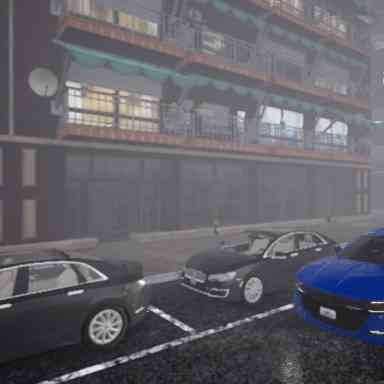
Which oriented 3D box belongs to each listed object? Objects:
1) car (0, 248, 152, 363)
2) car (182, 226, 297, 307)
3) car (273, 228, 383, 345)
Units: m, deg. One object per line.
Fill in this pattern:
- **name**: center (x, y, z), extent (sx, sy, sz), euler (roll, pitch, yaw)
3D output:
- **car**: center (-2.700, 1.550, 4.633), extent (4.403, 1.369, 2.008), euler (0, 0, -36)
- **car**: center (1.803, 1.527, 7.857), extent (4.403, 1.369, 2.008), euler (0, 0, -36)
- **car**: center (3.977, 1.450, 6.229), extent (5.008, 1.535, 1.882), euler (0, 0, -36)
